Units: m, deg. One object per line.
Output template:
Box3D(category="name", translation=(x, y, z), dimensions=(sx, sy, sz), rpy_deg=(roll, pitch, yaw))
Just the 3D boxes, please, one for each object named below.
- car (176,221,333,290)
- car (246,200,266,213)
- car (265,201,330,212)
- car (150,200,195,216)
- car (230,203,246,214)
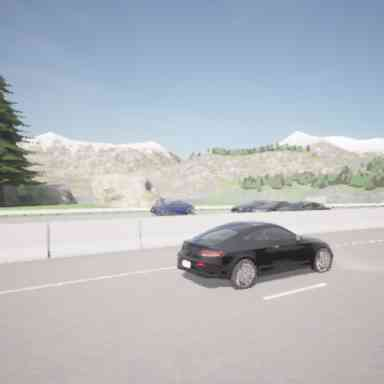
Box3D(category="car", translation=(1.805, 1.508, 9.000), dimensions=(4.674, 1.442, 1.812), rpy_deg=(0, 0, -33))
Box3D(category="car", translation=(7.275, 1.477, 28.413), dimensions=(4.674, 1.442, 1.812), rpy_deg=(0, 0, -27))
Box3D(category="car", translation=(8.218, 1.465, 24.959), dimensions=(4.892, 1.490, 1.837), rpy_deg=(0, 0, -27))
Box3D(category="car", translation=(-1.826, 1.490, 31.463), dimensions=(4.181, 1.385, 1.994), rpy_deg=(0, 0, -29))
Box3D(category="car", translation=(6.332, 1.489, 31.896), dimensions=(5.357, 1.411, 2.033), rpy_deg=(0, 0, -27))
